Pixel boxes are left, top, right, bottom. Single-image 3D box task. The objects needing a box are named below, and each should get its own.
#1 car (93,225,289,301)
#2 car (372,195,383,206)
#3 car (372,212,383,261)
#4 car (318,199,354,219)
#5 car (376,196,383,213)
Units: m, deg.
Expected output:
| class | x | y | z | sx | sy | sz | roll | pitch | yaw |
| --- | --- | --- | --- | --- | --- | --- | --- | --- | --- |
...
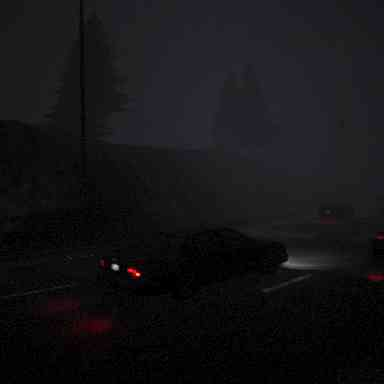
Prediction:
| class | x | y | z | sx | sy | sz | roll | pitch | yaw |
| --- | --- | --- | --- | --- | --- | --- | --- | --- | --- |
| car | 0.288 | 1.559 | 8.472 | 5.357 | 1.411 | 2.033 | -1 | 0 | -42 |
| car | 27.694 | 1.211 | 48.567 | 1.812 | 1.442 | 4.674 | -1 | 0 | 36 |
| car | 7.501 | 1.479 | 11.000 | 1.994 | 1.385 | 4.181 | -1 | 0 | 43 |
| car | 12.007 | 1.352 | 27.599 | 1.882 | 1.535 | 5.008 | -1 | 0 | 37 |
| car | 18.419 | 1.353 | 30.259 | 1.994 | 1.385 | 4.181 | -1 | 0 | 37 |
